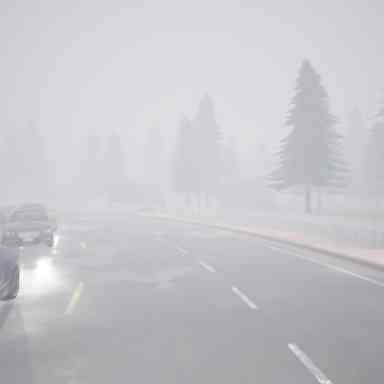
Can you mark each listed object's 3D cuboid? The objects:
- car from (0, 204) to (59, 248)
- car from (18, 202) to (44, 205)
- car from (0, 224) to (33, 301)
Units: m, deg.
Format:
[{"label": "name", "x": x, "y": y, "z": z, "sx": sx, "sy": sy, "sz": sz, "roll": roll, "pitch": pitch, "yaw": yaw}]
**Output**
[{"label": "car", "x": -7.173, "y": 1.538, "z": 14.705, "sx": 2.128, "sy": 1.511, "sz": 4.902, "roll": -1, "pitch": 0, "yaw": -25}, {"label": "car", "x": -9.432, "y": 1.413, "z": 19.725, "sx": 2.097, "sy": 1.767, "sz": 4.553, "roll": -1, "pitch": 0, "yaw": -34}, {"label": "car", "x": -4.373, "y": 1.559, "z": 5.614, "sx": 1.812, "sy": 1.442, "sz": 4.674, "roll": -1, "pitch": 0, "yaw": -11}]
